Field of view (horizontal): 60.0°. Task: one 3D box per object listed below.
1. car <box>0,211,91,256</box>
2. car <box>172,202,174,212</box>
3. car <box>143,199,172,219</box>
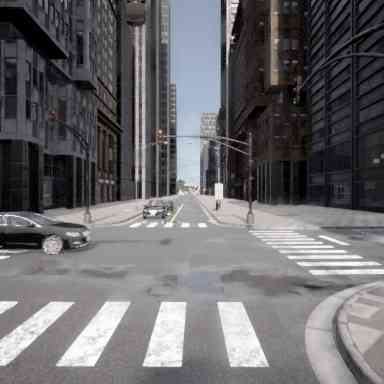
[{"bbox_3d":[-6.342,1.498,12.514,4.902,1.511,2.128,0,0,0],"label":"car"},{"bbox_3d":[-3.204,1.578,39.504,1.994,1.385,4.181,0,0,-1],"label":"car"},{"bbox_3d":[-3.176,1.500,29.438,2.128,1.511,4.902,0,0,0],"label":"car"}]
